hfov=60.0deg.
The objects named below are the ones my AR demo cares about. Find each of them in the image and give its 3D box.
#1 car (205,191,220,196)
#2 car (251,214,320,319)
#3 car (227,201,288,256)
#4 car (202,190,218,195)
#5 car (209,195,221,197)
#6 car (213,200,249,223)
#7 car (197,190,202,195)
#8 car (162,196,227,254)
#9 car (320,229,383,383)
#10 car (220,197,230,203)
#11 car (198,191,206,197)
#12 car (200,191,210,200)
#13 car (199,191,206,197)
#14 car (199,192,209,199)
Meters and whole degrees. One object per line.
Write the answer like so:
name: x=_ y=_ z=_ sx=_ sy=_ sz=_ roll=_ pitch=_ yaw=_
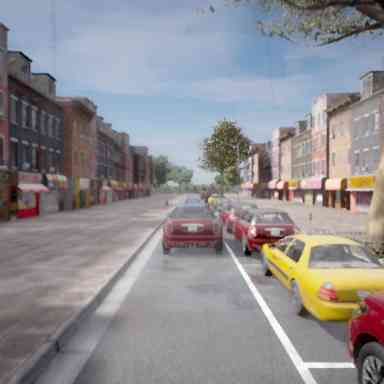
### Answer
car: x=3.024 y=0.983 z=42.710 sx=1.801 sy=1.575 sz=5.366 roll=0 pitch=1 yaw=0
car: x=2.636 y=1.451 z=7.138 sx=1.752 sy=1.417 sz=4.829 roll=0 pitch=1 yaw=0
car: x=2.637 y=1.311 z=12.512 sx=1.967 sy=1.590 sz=4.097 roll=0 pitch=1 yaw=0
car: x=2.980 y=0.674 z=49.547 sx=2.150 sy=2.045 sz=5.566 roll=0 pitch=1 yaw=0
car: x=2.637 y=1.235 z=29.152 sx=2.008 sy=1.369 sz=4.403 roll=0 pitch=1 yaw=0
car: x=2.637 y=1.300 z=23.608 sx=2.008 sy=1.369 sz=4.403 roll=0 pitch=1 yaw=0
car: x=2.636 y=0.610 z=62.422 sx=2.192 sy=1.841 sz=5.009 roll=0 pitch=1 yaw=0
car: x=0.045 y=1.216 z=13.077 sx=2.097 sy=1.767 sz=4.553 roll=0 pitch=1 yaw=1
car: x=2.636 y=1.299 z=1.421 sx=2.192 sy=1.841 sz=5.009 roll=0 pitch=1 yaw=0
car: x=2.637 y=1.251 z=18.059 sx=1.967 sy=1.590 sz=4.097 roll=0 pitch=1 yaw=0
car: x=2.634 y=0.535 z=90.150 sx=2.008 sy=1.369 sz=4.403 roll=0 pitch=1 yaw=0
car: x=2.636 y=0.671 z=67.969 sx=1.967 sy=1.590 sz=4.097 roll=0 pitch=1 yaw=0
car: x=2.635 y=0.564 z=84.776 sx=1.752 sy=1.417 sz=4.829 roll=0 pitch=1 yaw=0
car: x=2.636 y=0.710 z=73.516 sx=1.887 sy=1.381 sz=4.507 roll=0 pitch=1 yaw=0
